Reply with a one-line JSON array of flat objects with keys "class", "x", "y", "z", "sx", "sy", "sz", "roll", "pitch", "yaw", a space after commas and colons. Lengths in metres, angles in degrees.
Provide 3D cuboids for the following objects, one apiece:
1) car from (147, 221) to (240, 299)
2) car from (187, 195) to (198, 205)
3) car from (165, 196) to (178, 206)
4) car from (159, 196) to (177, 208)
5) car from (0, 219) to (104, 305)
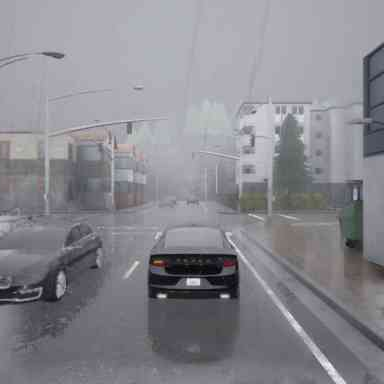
[{"class": "car", "x": 0.050, "y": 1.478, "z": 8.498, "sx": 1.882, "sy": 1.535, "sz": 5.008, "roll": 0, "pitch": 0, "yaw": 1}, {"class": "car", "x": 0.104, "y": 1.352, "z": 60.303, "sx": 2.097, "sy": 1.767, "sz": 4.553, "roll": 0, "pitch": 0, "yaw": 0}, {"class": "car", "x": -3.565, "y": 1.477, "z": 57.730, "sx": 1.882, "sy": 1.535, "sz": 5.008, "roll": 0, "pitch": 0, "yaw": 1}, {"class": "car", "x": -3.579, "y": 1.547, "z": 47.409, "sx": 2.033, "sy": 1.411, "sz": 5.357, "roll": 0, "pitch": 0, "yaw": 0}, {"class": "car", "x": -3.599, "y": 1.505, "z": 8.316, "sx": 1.837, "sy": 1.490, "sz": 4.892, "roll": 0, "pitch": 0, "yaw": 0}]
